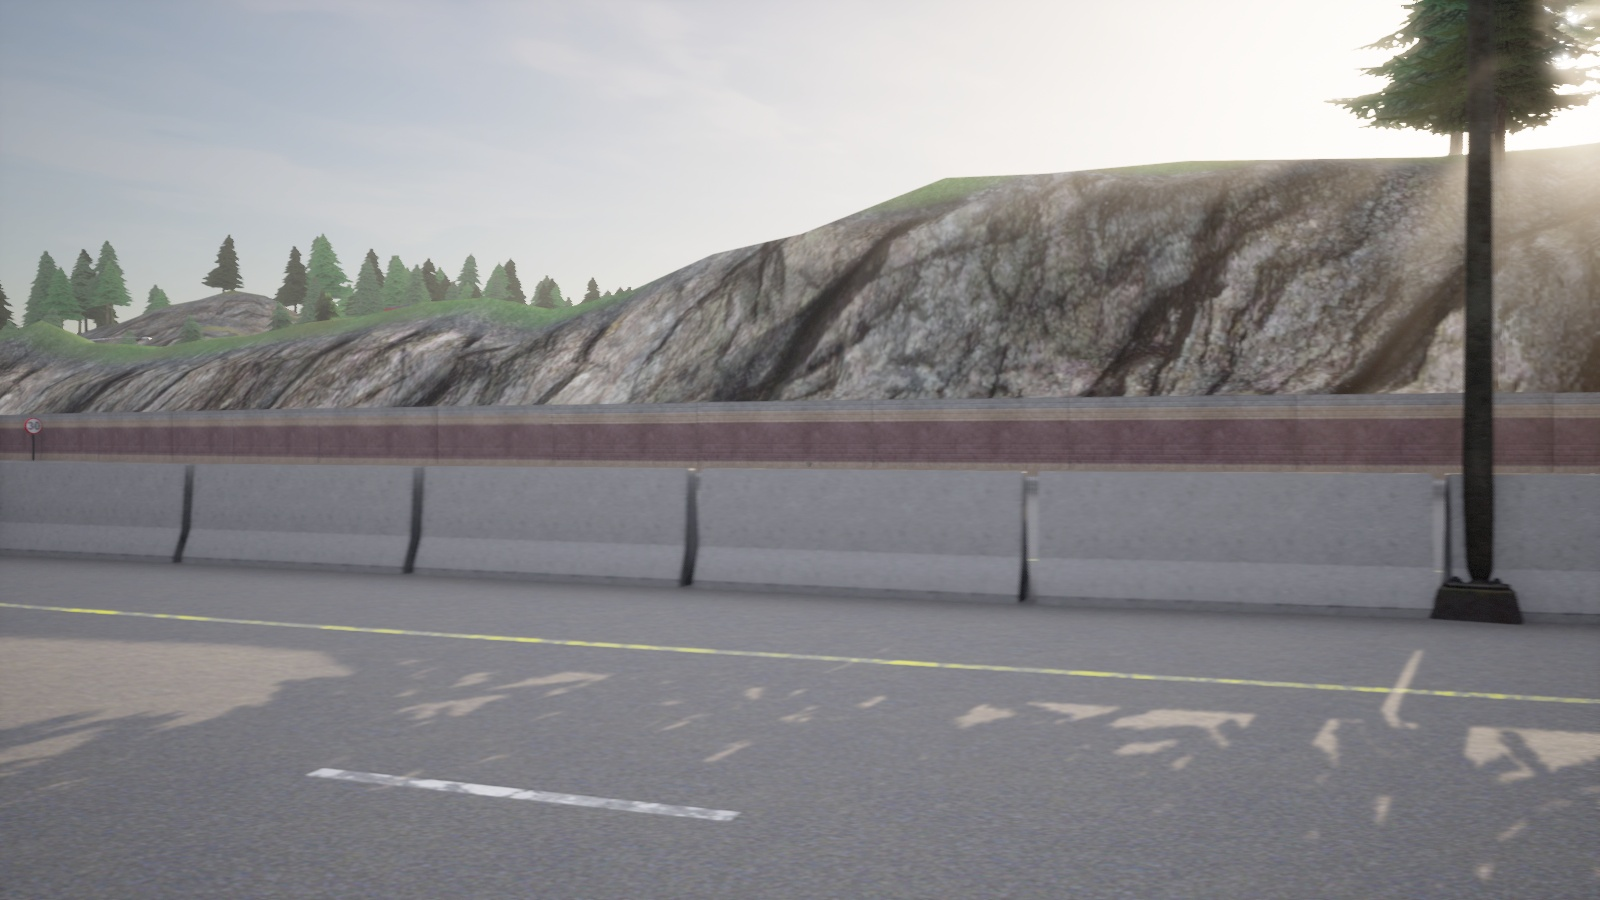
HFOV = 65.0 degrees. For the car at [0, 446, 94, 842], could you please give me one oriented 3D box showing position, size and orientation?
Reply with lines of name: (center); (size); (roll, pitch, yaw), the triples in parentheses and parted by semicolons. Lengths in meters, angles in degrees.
car: (-5.503, 0.729, 5.145); (4.892, 1.490, 1.837); (1, 1, 21)
